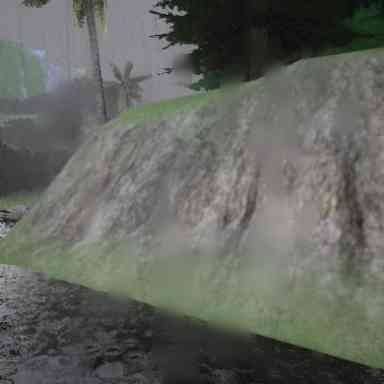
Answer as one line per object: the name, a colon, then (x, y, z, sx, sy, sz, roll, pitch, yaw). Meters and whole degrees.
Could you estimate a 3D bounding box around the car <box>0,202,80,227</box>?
car: (-10.915, 1.587, 23.621, 2.128, 1.511, 4.902, 0, 0, 36)
